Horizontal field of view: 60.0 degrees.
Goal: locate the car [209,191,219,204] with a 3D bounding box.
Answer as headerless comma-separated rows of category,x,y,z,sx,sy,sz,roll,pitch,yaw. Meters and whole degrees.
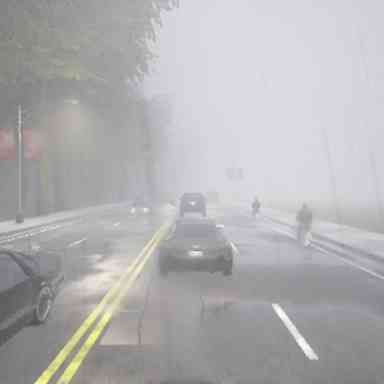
car,3.290,0.889,54.887,2.150,2.045,5.566,0,0,0

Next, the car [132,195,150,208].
car,-6.631,1.233,43.386,1.837,1.490,4.892,0,1,0

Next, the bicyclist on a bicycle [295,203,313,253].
bicyclist on a bicycle,4.129,1.286,12.358,0.659,1.776,1.843,0,1,0

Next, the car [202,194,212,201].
car,3.171,1.147,72.355,1.994,1.385,4.181,0,0,0

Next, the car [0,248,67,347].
car,-3.355,1.517,4.227,2.033,1.411,5.357,0,0,0

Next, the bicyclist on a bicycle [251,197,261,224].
bicyclist on a bicycle,4.119,1.228,21.556,0.659,1.776,1.843,0,1,0

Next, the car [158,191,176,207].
car,-3.385,0.939,45.542,2.150,2.045,5.566,0,0,0

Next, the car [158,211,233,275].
car,0.089,1.493,10.269,1.994,1.385,4.181,0,0,0

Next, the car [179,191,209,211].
car,0.068,1.035,28.823,2.150,2.045,5.566,0,0,0
